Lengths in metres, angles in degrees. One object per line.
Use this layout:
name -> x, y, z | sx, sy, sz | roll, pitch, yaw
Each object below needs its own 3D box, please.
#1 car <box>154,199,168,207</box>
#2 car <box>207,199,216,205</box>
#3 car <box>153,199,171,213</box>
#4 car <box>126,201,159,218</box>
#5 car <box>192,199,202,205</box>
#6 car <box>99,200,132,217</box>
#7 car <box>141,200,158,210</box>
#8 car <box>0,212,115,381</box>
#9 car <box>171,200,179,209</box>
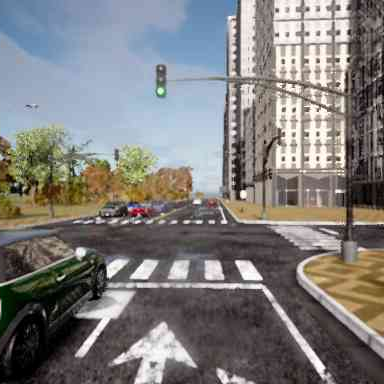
car -> -6.011, 2.166, 65.141 | 2.033, 1.411, 5.357 | 0, -1, 4
car -> 4.480, 2.283, 75.327 | 1.994, 1.385, 4.181 | 0, -1, 4
car -> -4.360, 1.757, 43.271 | 2.097, 1.767, 4.553 | 0, -1, 4
car -> -4.991, 1.918, 34.270 | 1.895, 1.301, 4.718 | 0, -1, 4
car -> 1.243, 2.254, 75.619 | 1.812, 1.442, 4.674 | 0, -1, 4
car -> -8.193, 1.674, 35.055 | 2.097, 1.767, 4.553 | 0, -1, 4
car -> -6.873, 2.068, 53.814 | 1.994, 1.385, 4.181 | 0, -1, 4
car -> -3.015, 1.405, 5.742 | 2.097, 1.767, 4.553 | 0, -1, 1
car -> -3.415, 2.098, 56.528 | 1.994, 1.385, 4.181 | 0, -1, 4
